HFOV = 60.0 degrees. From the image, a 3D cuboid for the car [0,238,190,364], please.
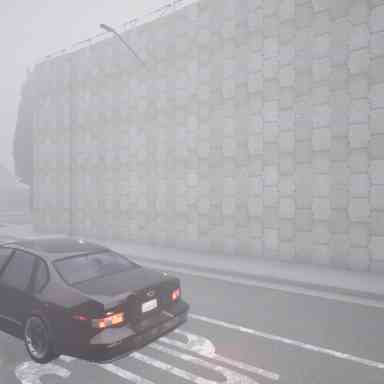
[{"bbox_3d":[-2.611,1.547,5.841,5.357,1.411,2.033,0,0,35],"label":"car"}]
